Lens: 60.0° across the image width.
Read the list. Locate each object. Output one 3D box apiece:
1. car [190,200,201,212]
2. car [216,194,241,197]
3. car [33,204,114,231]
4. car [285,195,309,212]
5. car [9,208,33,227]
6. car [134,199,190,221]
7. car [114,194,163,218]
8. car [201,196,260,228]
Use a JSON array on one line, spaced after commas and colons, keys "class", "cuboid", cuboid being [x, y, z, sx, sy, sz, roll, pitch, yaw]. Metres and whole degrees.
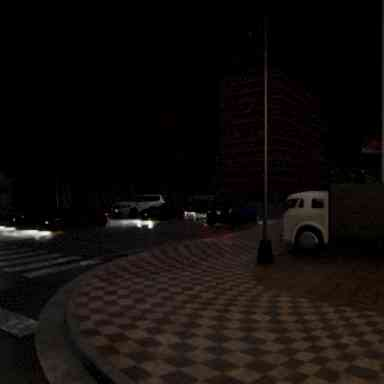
[{"class": "car", "cuboid": [1.017, 1.593, 38.663, 1.994, 1.385, 4.181, 0, 0, 37]}, {"class": "car", "cuboid": [3.658, 1.255, 36.364, 2.150, 2.045, 5.566, 0, 0, 36]}, {"class": "car", "cuboid": [-7.352, 1.597, 21.038, 1.994, 1.385, 4.181, 0, 0, 34]}, {"class": "car", "cuboid": [14.858, 1.562, 46.927, 1.812, 1.442, 4.674, 0, 0, 26]}, {"class": "car", "cuboid": [-10.266, 1.593, 22.993, 1.994, 1.385, 4.181, 0, 0, 36]}, {"class": "car", "cuboid": [-2.463, 1.597, 27.860, 1.994, 1.385, 4.181, 0, 0, 36]}, {"class": "car", "cuboid": [-4.822, 1.250, 30.594, 2.150, 2.045, 5.566, 0, 0, 36]}, {"class": "car", "cuboid": [2.962, 1.395, 23.106, 2.097, 1.767, 4.553, 0, 0, 36]}]
